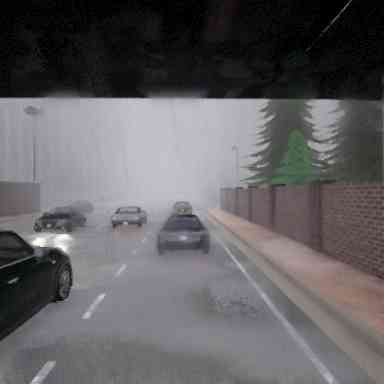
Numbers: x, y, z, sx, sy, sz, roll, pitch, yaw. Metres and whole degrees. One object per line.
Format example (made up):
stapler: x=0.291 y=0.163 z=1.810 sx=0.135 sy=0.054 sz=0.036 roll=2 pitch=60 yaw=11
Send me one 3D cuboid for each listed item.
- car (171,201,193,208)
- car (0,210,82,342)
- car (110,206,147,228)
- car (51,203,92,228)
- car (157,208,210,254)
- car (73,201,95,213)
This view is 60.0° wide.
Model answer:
car: x=-0.868 y=1.552 z=29.838 sx=2.033 sy=1.411 sz=5.357 roll=0 pitch=0 yaw=-2
car: x=-3.630 y=1.371 z=5.426 sx=2.097 sy=1.767 sz=4.553 roll=0 pitch=0 yaw=-1
car: x=-4.122 y=1.622 z=22.468 sx=1.895 sy=1.301 sz=4.718 roll=0 pitch=0 yaw=-2
car: x=-7.727 y=1.604 z=19.852 sx=1.994 sy=1.385 sz=4.181 roll=0 pitch=0 yaw=-2
car: x=-0.346 y=1.566 z=13.558 sx=1.994 sy=1.385 sz=4.181 roll=0 pitch=0 yaw=-2
car: x=-11.641 y=1.608 z=34.763 sx=2.033 sy=1.411 sz=5.357 roll=0 pitch=0 yaw=-2
